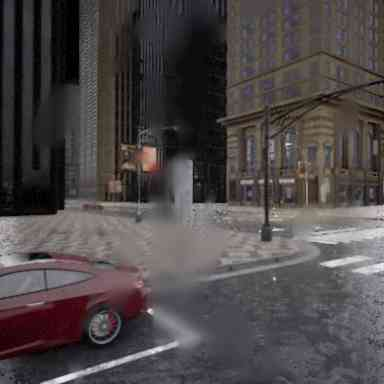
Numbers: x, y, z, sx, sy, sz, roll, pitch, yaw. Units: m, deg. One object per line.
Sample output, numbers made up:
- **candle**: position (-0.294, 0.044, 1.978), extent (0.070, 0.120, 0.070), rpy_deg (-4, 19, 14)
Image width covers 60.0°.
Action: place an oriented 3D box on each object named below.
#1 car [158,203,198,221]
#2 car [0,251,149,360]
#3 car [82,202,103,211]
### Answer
- **car**: position (-1.357, 1.808, 31.056), extent (2.128, 1.511, 4.902), rpy_deg (0, -1, -35)
- **car**: position (-2.652, 1.583, 4.752), extent (4.206, 1.307, 1.802), rpy_deg (0, 0, -35)
- **car**: position (-15.088, 2.183, 50.574), extent (1.895, 1.301, 4.718), rpy_deg (0, -1, -35)
